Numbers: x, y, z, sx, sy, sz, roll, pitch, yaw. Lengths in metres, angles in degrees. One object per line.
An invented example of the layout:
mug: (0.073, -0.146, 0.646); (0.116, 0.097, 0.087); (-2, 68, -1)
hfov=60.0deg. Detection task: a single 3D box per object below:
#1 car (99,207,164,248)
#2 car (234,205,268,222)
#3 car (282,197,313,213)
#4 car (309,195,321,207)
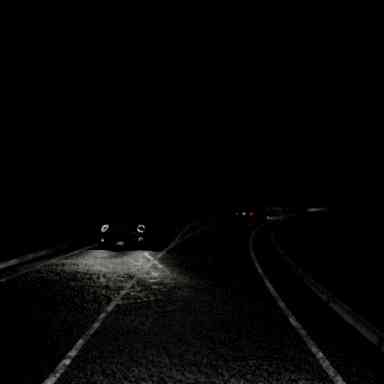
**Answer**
car: (-2.728, 1.548, 15.865); (2.097, 1.767, 4.553); (0, -1, 6)
car: (5.268, 1.831, 29.167); (2.033, 1.411, 5.357); (-1, 0, 25)
car: (12.820, 1.748, 41.193); (2.128, 1.511, 4.902); (-1, 0, 38)
car: (17.757, 1.442, 52.162); (5.566, 2.045, 2.150); (-1, 0, -33)
